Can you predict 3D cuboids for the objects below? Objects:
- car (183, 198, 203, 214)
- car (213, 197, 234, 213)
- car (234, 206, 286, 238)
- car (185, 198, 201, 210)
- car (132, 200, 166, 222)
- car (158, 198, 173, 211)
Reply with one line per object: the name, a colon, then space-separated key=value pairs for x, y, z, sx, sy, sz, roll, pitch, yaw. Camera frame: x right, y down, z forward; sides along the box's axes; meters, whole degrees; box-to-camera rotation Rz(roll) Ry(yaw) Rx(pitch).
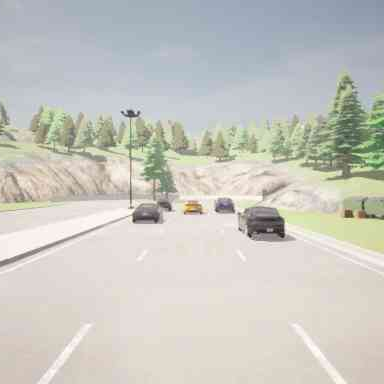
car: x=0.088 y=1.478 z=34.675 sx=1.882 sy=1.535 sz=5.008 roll=0 pitch=0 yaw=0
car: x=3.593 y=1.353 z=37.940 sx=2.097 sy=1.767 sz=4.553 roll=0 pitch=0 yaw=0
car: x=3.597 y=1.505 z=17.795 sx=1.837 sy=1.490 sz=4.892 roll=0 pitch=0 yaw=0
car: x=0.128 y=1.547 z=44.503 sx=2.033 sy=1.411 sz=5.357 roll=0 pitch=0 yaw=1
car: x=-3.404 y=1.564 z=26.014 sx=1.994 sy=1.385 sz=4.181 roll=0 pitch=0 yaw=0
car: x=-3.402 y=1.504 z=40.765 sx=1.837 sy=1.490 sz=4.892 roll=0 pitch=0 yaw=0
